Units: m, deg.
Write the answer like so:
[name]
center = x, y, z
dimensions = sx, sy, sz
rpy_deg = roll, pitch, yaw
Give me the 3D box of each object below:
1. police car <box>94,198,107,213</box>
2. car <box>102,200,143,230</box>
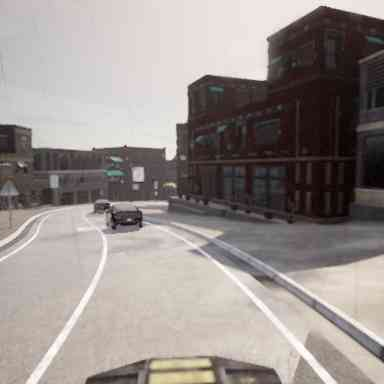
[police car]
center = -10.986, 1.607, 40.995
dimensions = 1.930, 1.638, 5.238
rpy_deg = -2, 0, -14
[car]
center = -4.557, 1.509, 21.986
dimensions = 1.882, 1.535, 5.008
rpy_deg = -2, 0, -20
